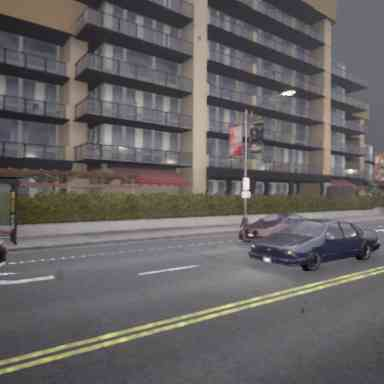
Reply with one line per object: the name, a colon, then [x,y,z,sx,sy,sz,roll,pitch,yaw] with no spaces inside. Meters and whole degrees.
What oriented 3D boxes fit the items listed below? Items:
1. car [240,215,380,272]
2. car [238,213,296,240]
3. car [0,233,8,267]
car: [4.400,1.660,11.434,5.357,1.411,2.033,1,0,-36]
car: [4.167,1.699,15.550,4.181,1.385,1.994,1,0,-35]
car: [-6.995,1.476,7.599,4.902,1.511,2.128,1,0,-36]
